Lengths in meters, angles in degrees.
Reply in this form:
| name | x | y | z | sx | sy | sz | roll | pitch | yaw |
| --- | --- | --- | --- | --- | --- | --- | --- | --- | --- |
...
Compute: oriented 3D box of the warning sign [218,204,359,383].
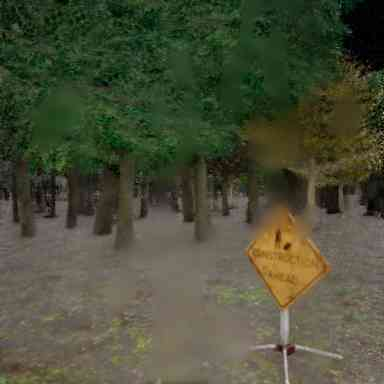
| name | x | y | z | sx | sy | sz | roll | pitch | yaw |
| --- | --- | --- | --- | --- | --- | --- | --- | --- | --- |
| warning sign | 1.157 | 1.107 | 4.151 | 1.060 | 1.860 | 1.300 | 0 | -1 | -36 |
